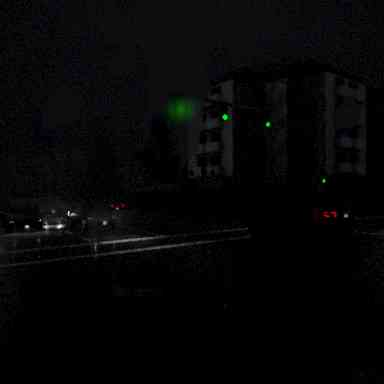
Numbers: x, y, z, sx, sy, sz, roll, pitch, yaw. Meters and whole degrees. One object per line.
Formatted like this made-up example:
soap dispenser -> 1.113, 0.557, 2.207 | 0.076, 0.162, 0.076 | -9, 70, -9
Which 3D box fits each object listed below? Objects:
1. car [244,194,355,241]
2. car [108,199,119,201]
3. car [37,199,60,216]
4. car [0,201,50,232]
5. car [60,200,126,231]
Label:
car -> 5.060, 1.111, 16.412 | 2.150, 2.045, 5.566 | -1, 0, -34
car -> -9.198, 1.486, 37.228 | 1.895, 1.301, 4.718 | -1, 0, -34
car -> -13.305, 1.433, 30.692 | 2.128, 1.511, 4.902 | -1, 0, -34
car -> -10.571, 1.521, 20.477 | 2.033, 1.411, 5.357 | -1, 0, -34
car -> -6.145, 1.437, 20.211 | 2.128, 1.511, 4.902 | -1, 0, -34
